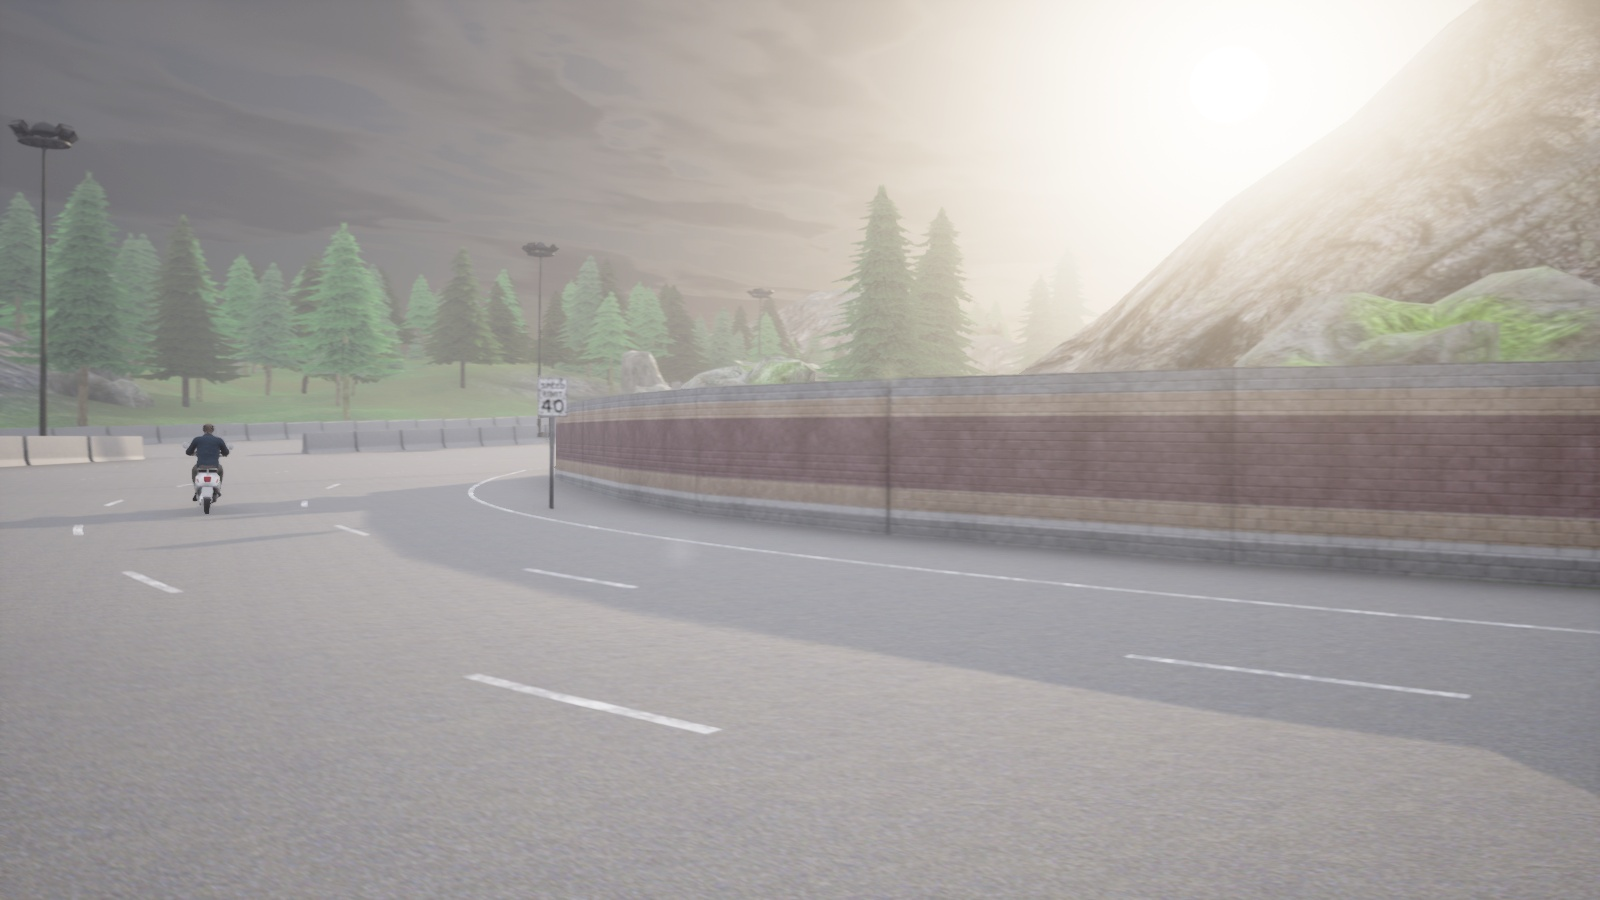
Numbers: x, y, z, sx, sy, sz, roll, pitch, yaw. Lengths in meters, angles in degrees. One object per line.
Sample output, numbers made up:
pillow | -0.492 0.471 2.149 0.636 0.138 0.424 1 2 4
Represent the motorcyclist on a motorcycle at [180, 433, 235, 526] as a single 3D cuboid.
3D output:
motorcyclist on a motorcycle | -10.640 0.504 22.556 0.866 1.590 1.817 0 0 -25
